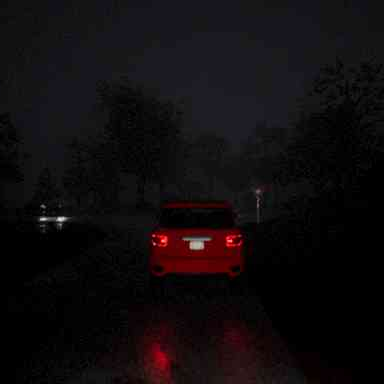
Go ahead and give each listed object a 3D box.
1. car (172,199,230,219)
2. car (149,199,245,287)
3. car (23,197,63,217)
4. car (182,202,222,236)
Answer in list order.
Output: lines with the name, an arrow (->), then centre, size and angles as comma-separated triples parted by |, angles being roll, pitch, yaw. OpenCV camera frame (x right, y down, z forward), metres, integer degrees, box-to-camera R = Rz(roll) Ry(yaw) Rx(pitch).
car -> 0.810, 1.497, 30.114 | 4.892, 1.490, 1.837 | 0, 2, -23
car -> 0.128, 1.213, 9.466 | 2.150, 2.045, 5.566 | 0, -1, 1
car -> -14.142, 1.342, 31.536 | 4.553, 1.767, 2.097 | 0, 0, 42
car -> 0.731, 1.471, 19.601 | 1.882, 1.535, 5.008 | 0, 0, 7
